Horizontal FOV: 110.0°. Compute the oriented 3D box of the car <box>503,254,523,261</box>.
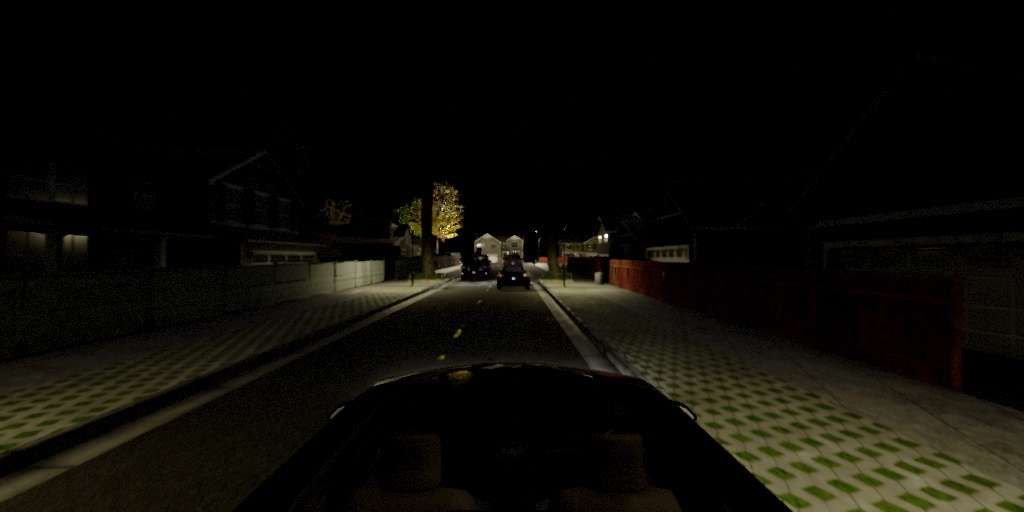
[{"bbox_3d":[0.100,0.815,41.543,2.150,2.045,5.566,0,0,0],"label":"car"}]

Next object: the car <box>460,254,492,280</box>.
[{"bbox_3d":[-2.849,0.866,29.547,2.150,2.045,5.566,0,0,0],"label":"car"}]

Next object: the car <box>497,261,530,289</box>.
[{"bbox_3d":[0.093,1.237,22.329,1.994,1.385,4.181,0,0,0],"label":"car"}]
